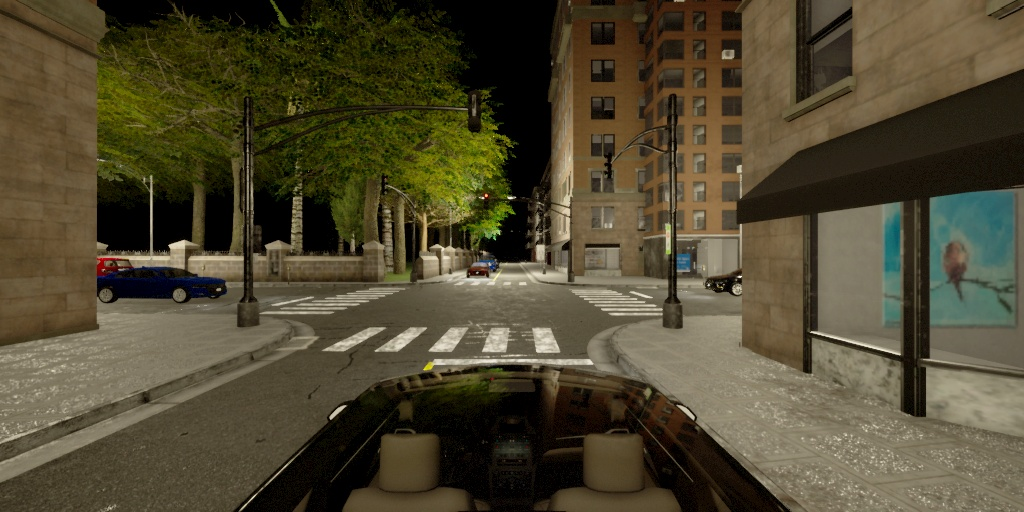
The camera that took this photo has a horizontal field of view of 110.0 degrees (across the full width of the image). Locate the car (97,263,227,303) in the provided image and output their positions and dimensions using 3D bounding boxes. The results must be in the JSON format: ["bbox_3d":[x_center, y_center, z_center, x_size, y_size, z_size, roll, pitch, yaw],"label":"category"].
[{"bbox_3d":[-15.473,1.212,15.860,5.008,1.535,1.882,0,0,0],"label":"car"}]

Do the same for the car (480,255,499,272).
[{"bbox_3d":[-3.042,0.930,44.267,2.150,2.045,5.566,0,0,0],"label":"car"}]

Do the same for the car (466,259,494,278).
[{"bbox_3d":[-3.056,1.293,33.608,1.994,1.385,4.181,0,0,0],"label":"car"}]

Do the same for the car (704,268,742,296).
[{"bbox_3d":[12.689,1.271,18.683,4.892,1.490,1.837,0,0,1],"label":"car"}]

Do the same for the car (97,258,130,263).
[{"bbox_3d":[-25.924,1.035,21.778,5.009,1.841,2.192,0,0,1],"label":"car"}]

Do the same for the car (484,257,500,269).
[{"bbox_3d":[-3.017,1.041,54.271,2.097,1.767,4.553,0,0,0],"label":"car"}]
